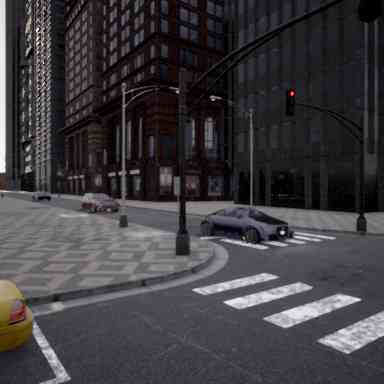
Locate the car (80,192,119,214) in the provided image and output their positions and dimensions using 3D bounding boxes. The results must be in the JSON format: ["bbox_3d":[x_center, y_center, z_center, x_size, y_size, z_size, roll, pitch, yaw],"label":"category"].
[{"bbox_3d":[-7.938,0.847,28.388,2.097,1.767,4.553,0,1,-36],"label":"car"}]

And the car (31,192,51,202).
[{"bbox_3d":[-21.380,0.694,47.178,1.895,1.301,4.718,0,1,-35],"label":"car"}]

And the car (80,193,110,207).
[{"bbox_3d":[-11.299,0.840,38.520,1.812,1.442,4.674,0,1,-36],"label":"car"}]

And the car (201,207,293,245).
[{"bbox_3d":[2.294,1.379,14.642,1.994,1.385,4.181,0,1,-40],"label":"car"}]

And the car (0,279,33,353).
[{"bbox_3d":[-4.393,1.526,3.515,4.829,1.417,1.752,0,0,-35],"label":"car"}]
